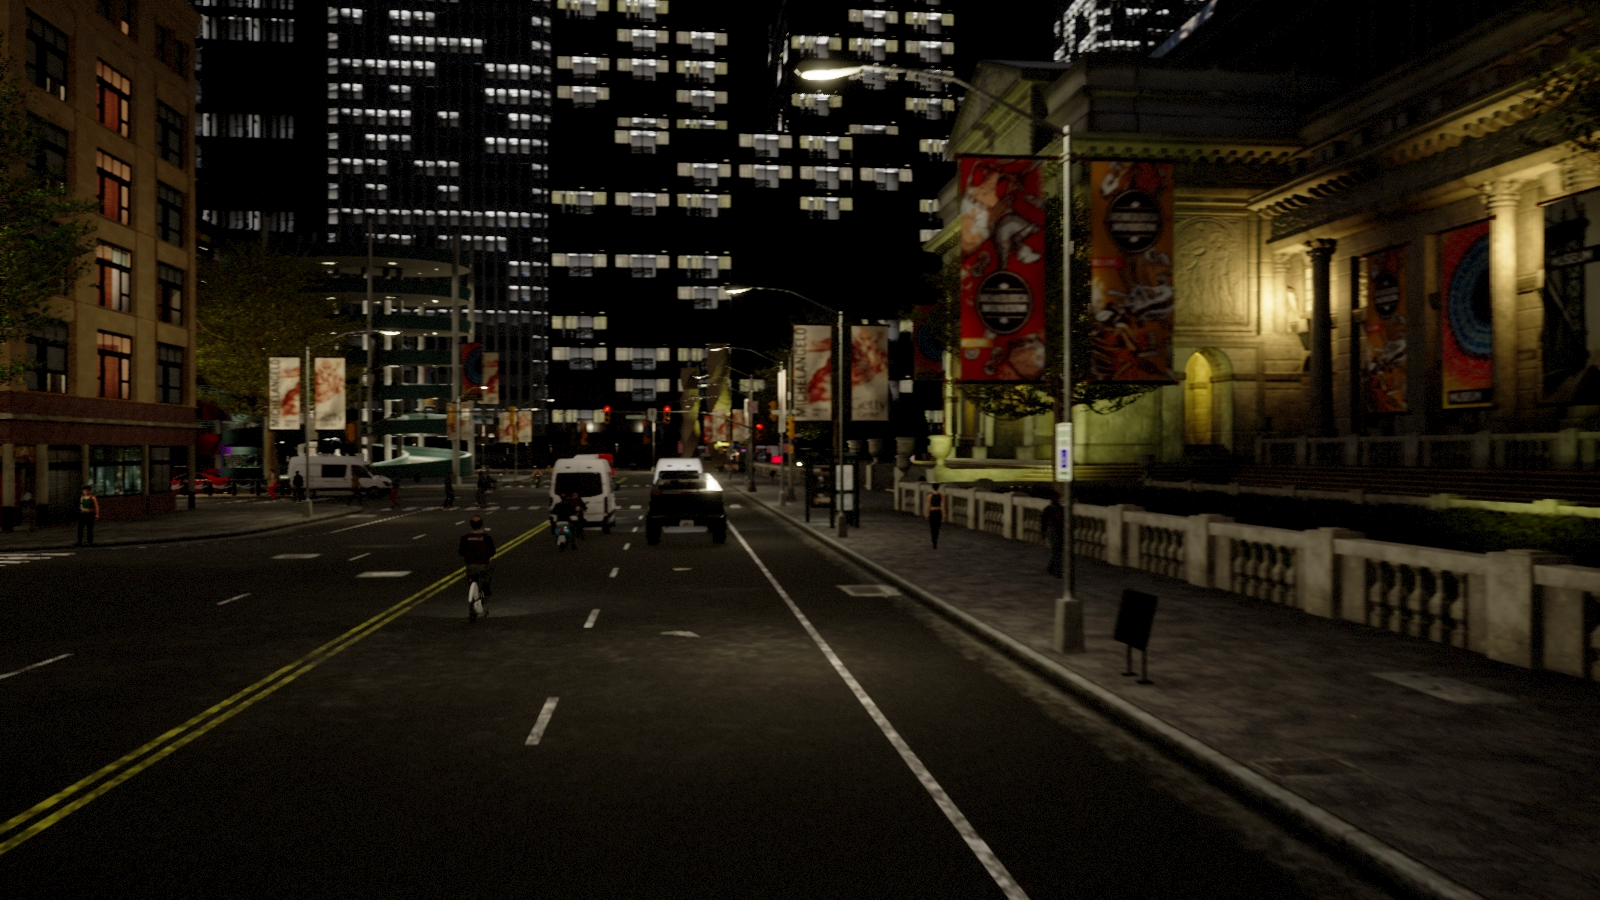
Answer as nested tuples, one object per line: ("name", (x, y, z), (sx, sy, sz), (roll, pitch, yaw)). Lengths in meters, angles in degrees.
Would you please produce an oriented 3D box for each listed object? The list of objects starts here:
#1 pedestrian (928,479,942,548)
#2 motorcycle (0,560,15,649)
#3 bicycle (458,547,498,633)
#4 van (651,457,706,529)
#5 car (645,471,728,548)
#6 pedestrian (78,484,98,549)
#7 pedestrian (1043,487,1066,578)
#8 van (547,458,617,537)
("pedestrian", (3.651, 1.715, 30.921), (0.375, 1.860, 0.375), (0, 0, 5))
("motorcycle", (-11.917, 2.248, 15.741), (0.867, 1.251, 2.209), (0, 0, -6))
("bicycle", (-5.222, 2.239, 18.599), (0.329, 1.171, 1.835), (0, 0, -6))
("van", (-4.653, 1.583, 44.500), (1.988, 2.561, 5.915), (0, 0, -5))
("car", (-3.643, 1.793, 36.366), (2.390, 2.098, 6.274), (0, 0, -6))
("pedestrian", (-20.718, 1.928, 33.251), (0.375, 1.860, 0.375), (0, 0, -7))
("pedestrian", (5.291, 1.704, 23.763), (0.375, 1.860, 0.375), (0, 0, -2))
("van", (-7.648, 1.588, 40.603), (1.988, 2.561, 5.915), (0, 0, -6))
